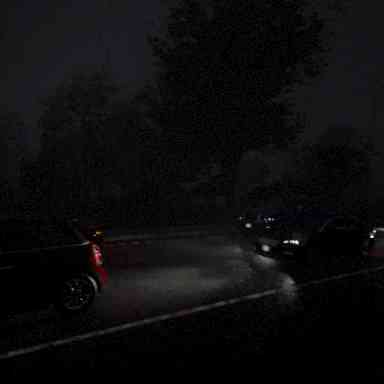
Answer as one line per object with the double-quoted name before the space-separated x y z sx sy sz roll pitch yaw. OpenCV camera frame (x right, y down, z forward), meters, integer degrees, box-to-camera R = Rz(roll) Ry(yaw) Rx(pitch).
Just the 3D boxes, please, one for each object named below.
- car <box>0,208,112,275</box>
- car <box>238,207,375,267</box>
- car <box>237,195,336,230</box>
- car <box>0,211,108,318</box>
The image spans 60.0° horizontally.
"car" -4.786 1.284 9.176 4.674 1.442 1.812 0 1 -35
"car" 4.181 1.428 11.077 4.902 1.511 2.128 1 0 -34
"car" 4.671 1.145 15.651 5.566 2.045 2.150 2 0 -35
"car" -3.857 1.191 5.561 4.553 1.767 2.097 0 1 -34
